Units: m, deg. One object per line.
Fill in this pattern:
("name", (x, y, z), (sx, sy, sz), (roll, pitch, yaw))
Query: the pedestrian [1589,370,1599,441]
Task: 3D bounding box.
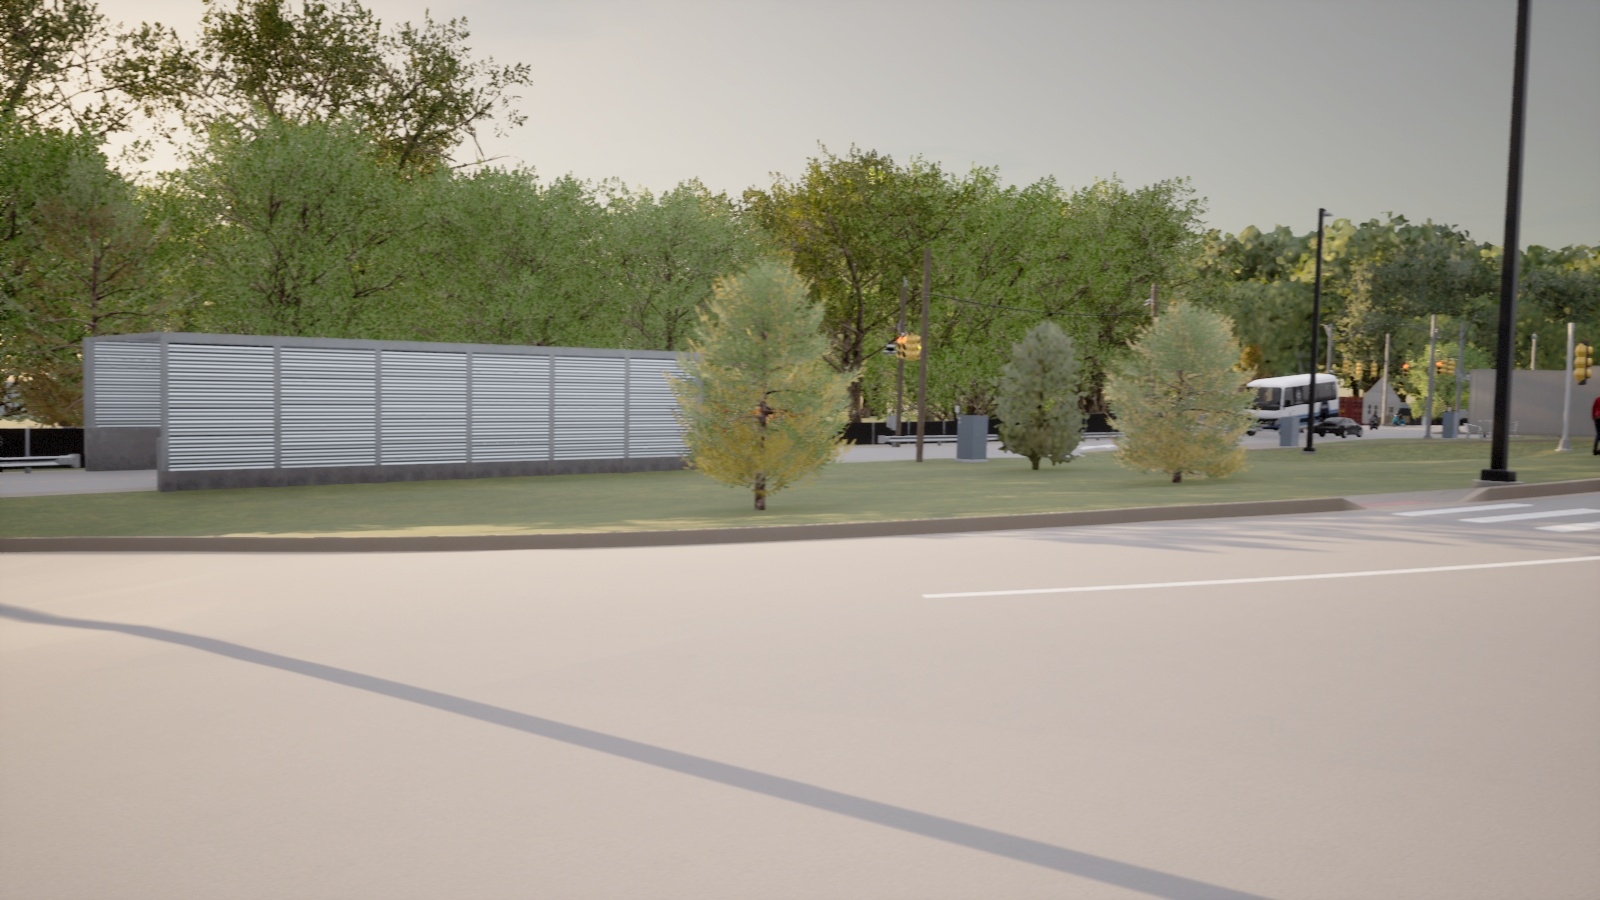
("pedestrian", (20.824, -1.148, 32.579), (0.636, 1.846, 0.331), (0, 2, -37))
